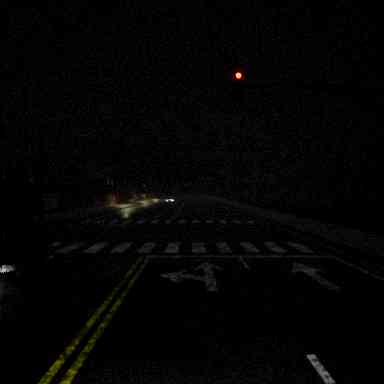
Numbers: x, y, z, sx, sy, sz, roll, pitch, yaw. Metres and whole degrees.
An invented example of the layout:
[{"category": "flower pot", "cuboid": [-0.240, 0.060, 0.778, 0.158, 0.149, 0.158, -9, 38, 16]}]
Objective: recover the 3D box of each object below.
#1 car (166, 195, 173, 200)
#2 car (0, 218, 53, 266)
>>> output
[{"category": "car", "cuboid": [-6.314, 1.522, 93.324, 1.895, 1.301, 4.718, 0, 0, 0]}, {"category": "car", "cuboid": [-6.481, 1.599, 11.405, 1.994, 1.385, 4.181, 0, 0, 0]}]
